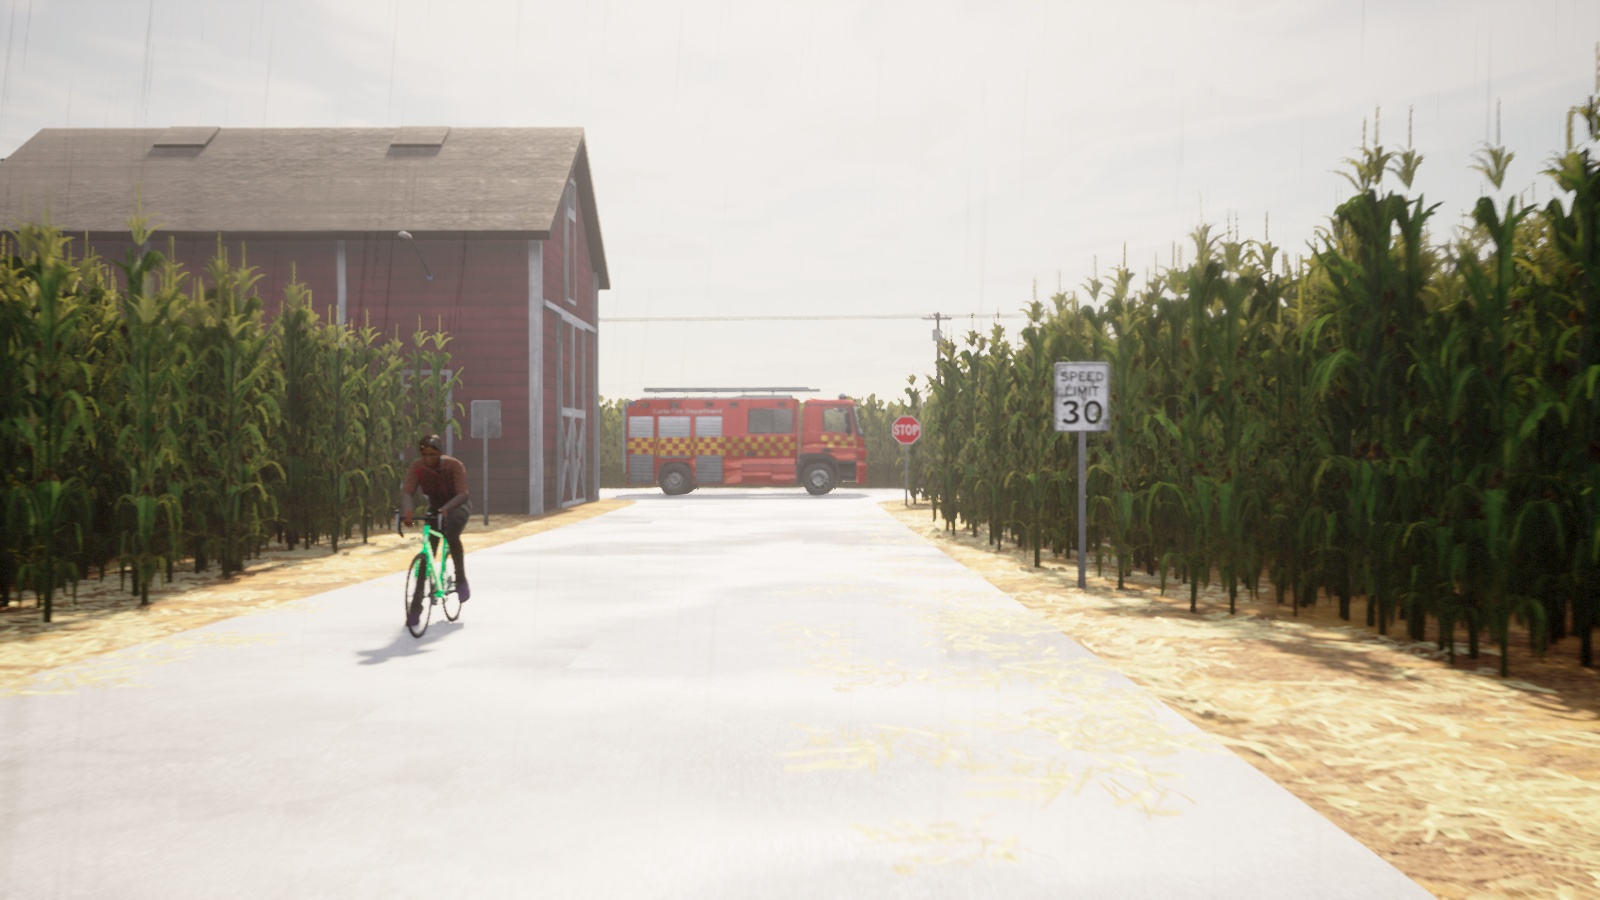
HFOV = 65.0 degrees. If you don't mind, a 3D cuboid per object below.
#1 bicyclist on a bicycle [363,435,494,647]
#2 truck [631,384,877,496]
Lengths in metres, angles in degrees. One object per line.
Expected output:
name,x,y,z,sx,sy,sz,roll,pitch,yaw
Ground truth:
bicyclist on a bicycle,-3.029,0.692,10.391,0.582,1.620,1.656,0,0,0
truck,-1.532,-0.355,44.599,8.468,3.827,2.891,0,0,2
